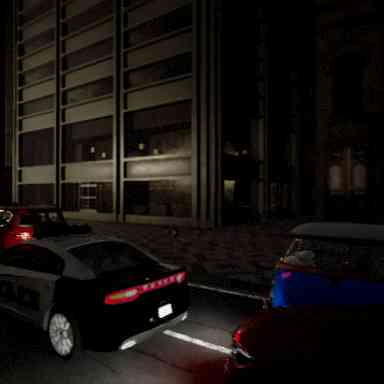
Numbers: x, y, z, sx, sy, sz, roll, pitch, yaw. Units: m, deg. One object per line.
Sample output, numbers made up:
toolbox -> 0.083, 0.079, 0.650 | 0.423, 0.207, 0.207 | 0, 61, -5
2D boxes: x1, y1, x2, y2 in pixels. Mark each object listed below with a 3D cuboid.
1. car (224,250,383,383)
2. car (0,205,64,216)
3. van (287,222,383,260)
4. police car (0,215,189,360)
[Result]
car -> 2.491, 1.541, 2.571 | 4.674, 1.442, 1.812 | 0, 0, 36
car -> -6.071, 1.351, 11.007 | 5.009, 1.841, 2.192 | 0, 0, 36
van -> 3.044, 1.363, 4.468 | 3.998, 1.788, 1.690 | 0, 0, 36
police car -> -2.473, 1.447, 6.132 | 5.238, 1.638, 1.930 | 0, 0, 36
